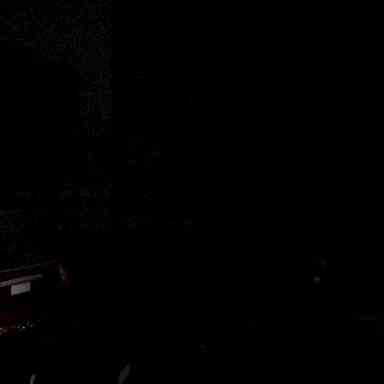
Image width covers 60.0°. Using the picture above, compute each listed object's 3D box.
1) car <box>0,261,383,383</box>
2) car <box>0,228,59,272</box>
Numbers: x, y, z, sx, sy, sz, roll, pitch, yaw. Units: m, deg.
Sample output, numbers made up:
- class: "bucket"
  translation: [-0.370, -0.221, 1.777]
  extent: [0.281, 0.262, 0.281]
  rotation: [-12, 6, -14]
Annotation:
- class: "car"
  translation: [0.495, 1.528, 2.606]
  extent: [4.507, 1.381, 1.887]
  rotation: [1, 1, 35]
- class: "car"
  translation: [-3.955, 1.327, 5.726]
  extent: [4.097, 1.590, 1.967]
  rotation: [1, 1, 35]
